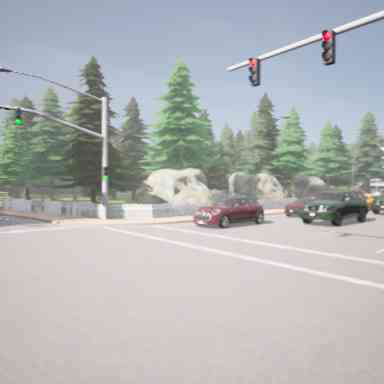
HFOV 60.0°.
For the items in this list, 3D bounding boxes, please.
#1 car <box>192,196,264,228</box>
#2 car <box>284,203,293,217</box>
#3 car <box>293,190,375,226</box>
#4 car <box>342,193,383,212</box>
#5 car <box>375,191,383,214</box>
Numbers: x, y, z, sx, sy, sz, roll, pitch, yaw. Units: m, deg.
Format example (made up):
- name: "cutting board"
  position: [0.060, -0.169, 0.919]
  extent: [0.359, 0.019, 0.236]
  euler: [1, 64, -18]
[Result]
- name: "car"
  position: [2.179, 1.036, 19.498]
  extent: [4.553, 1.767, 2.097]
  euler: [-1, 1, -40]
- name: "car"
  position: [8.978, 1.061, 25.280]
  extent: [5.008, 1.535, 1.882]
  euler: [-1, 1, -40]
- name: "car"
  position: [8.895, 0.885, 20.616]
  extent: [5.566, 2.045, 2.150]
  euler: [-1, 1, -41]
- name: "car"
  position: [16.271, 0.954, 31.477]
  extent: [5.008, 1.535, 1.882]
  euler: [-1, 1, -40]
- name: "car"
  position: [16.790, 0.768, 27.322]
  extent: [5.566, 2.045, 2.150]
  euler: [-1, 1, -40]
